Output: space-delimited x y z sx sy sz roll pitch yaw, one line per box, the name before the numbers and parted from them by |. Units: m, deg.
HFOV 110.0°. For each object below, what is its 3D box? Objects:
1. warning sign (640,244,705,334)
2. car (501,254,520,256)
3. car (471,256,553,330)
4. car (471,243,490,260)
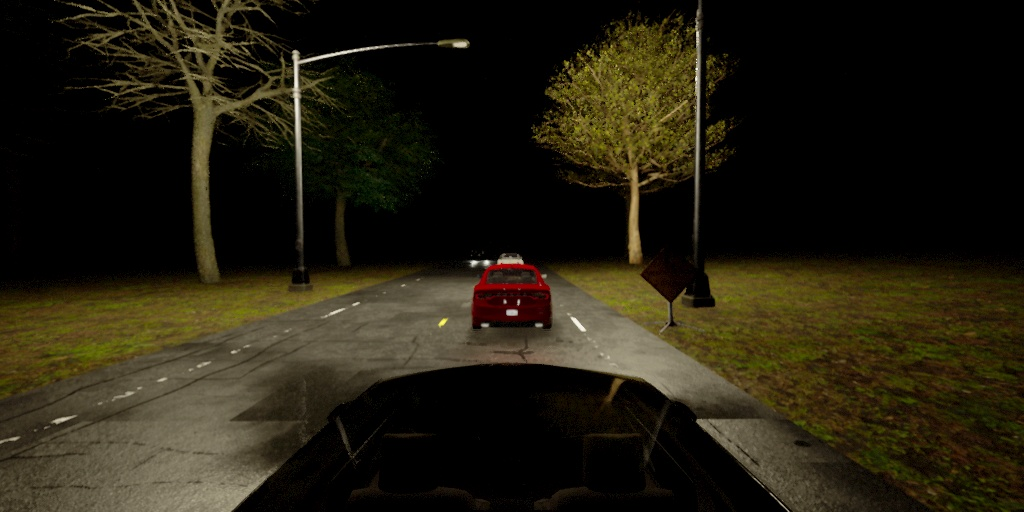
warning sign | 3.502 0.656 7.880 1.300 1.860 1.060 0 0 0
car | -0.129 0.456 27.966 1.895 1.301 4.718 0 2 0
car | -0.003 0.947 10.032 1.882 1.535 5.008 0 2 0
car | -3.945 -0.596 45.879 2.150 2.045 5.566 0 2 0
